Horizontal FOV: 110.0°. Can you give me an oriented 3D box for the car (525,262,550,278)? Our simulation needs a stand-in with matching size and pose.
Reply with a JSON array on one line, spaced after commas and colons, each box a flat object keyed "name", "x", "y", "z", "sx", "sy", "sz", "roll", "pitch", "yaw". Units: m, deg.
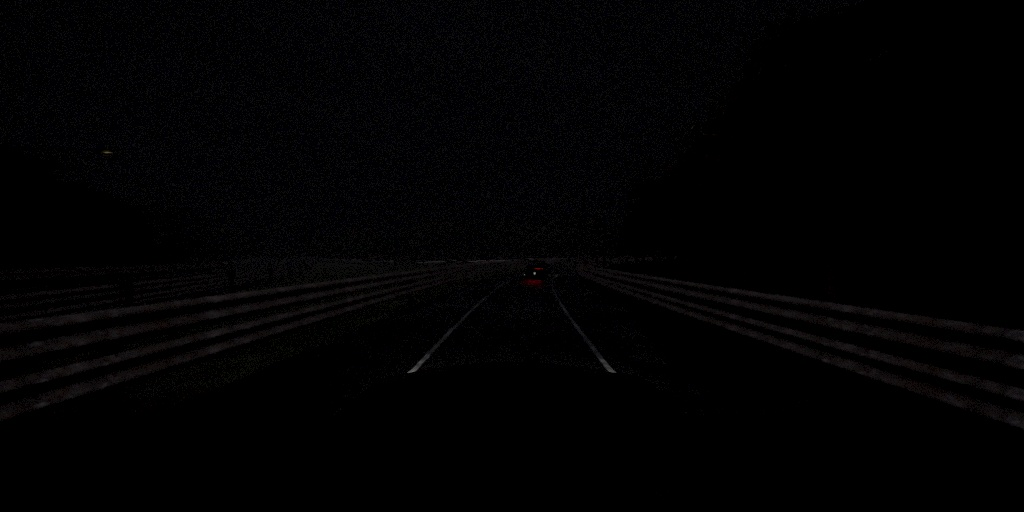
[{"name": "car", "x": 2.448, "y": 1.266, "z": 33.954, "sx": 1.837, "sy": 1.490, "sz": 4.892, "roll": 0, "pitch": 0, "yaw": 11}]
